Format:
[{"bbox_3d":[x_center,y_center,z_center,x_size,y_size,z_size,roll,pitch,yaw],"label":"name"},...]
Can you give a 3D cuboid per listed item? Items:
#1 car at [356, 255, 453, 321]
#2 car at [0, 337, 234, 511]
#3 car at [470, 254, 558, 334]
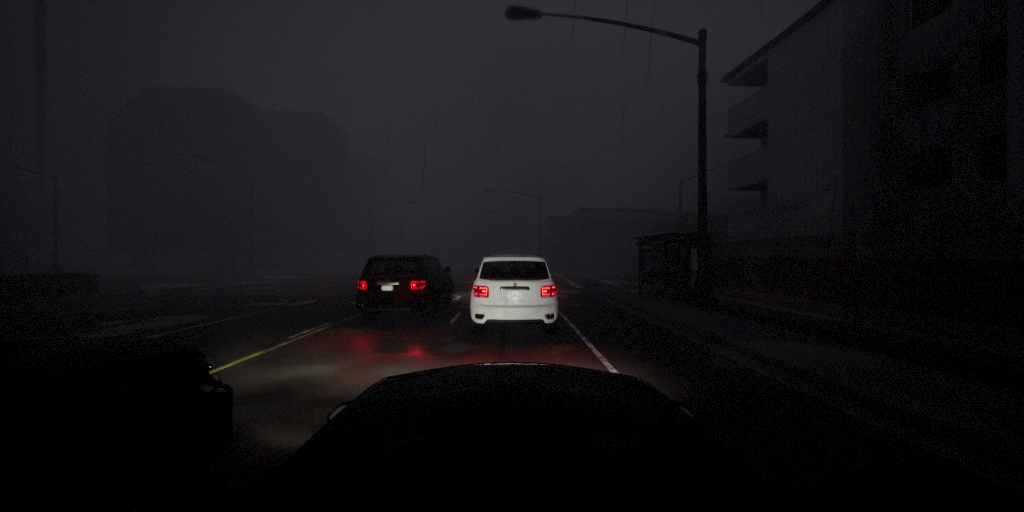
[{"bbox_3d":[-3.496,0.974,12.638,2.150,2.045,5.566,0,0,-1],"label":"car"},{"bbox_3d":[-3.410,0.972,0.599,2.150,2.045,5.566,0,0,0],"label":"car"},{"bbox_3d":[0.026,0.972,10.756,2.150,2.045,5.566,0,0,-1],"label":"car"}]
